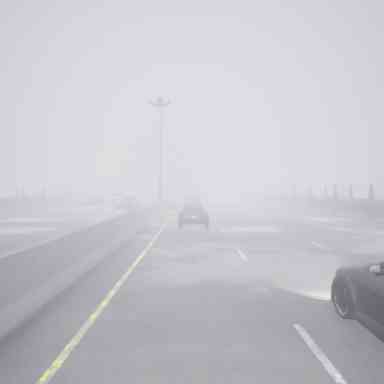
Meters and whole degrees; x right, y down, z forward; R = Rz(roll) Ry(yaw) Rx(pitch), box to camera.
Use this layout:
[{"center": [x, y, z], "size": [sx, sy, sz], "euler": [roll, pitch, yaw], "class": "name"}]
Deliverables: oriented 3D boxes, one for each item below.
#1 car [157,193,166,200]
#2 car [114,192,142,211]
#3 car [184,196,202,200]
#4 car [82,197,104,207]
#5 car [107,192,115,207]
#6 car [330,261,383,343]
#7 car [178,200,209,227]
[{"center": [-7.110, 0.999, 78.428], "size": [1.837, 1.490, 4.892], "euler": [0, 0, -1], "class": "car"}, {"center": [-7.082, 1.210, 37.976], "size": [2.097, 1.767, 4.553], "euler": [0, 0, 0], "class": "car"}, {"center": [0.107, 1.206, 39.796], "size": [2.097, 1.767, 4.553], "euler": [0, 0, 0], "class": "car"}, {"center": [-14.062, 1.381, 47.550], "size": [2.033, 1.411, 5.357], "euler": [0, 0, 0], "class": "car"}, {"center": [-10.560, 1.056, 48.144], "size": [2.150, 2.045, 5.566], "euler": [0, 0, 0], "class": "car"}, {"center": [3.601, 1.546, 4.606], "size": [1.994, 1.385, 4.181], "euler": [0, 0, 0], "class": "car"}, {"center": [0.104, 1.476, 22.218], "size": [1.994, 1.385, 4.181], "euler": [0, 0, 0], "class": "car"}]
